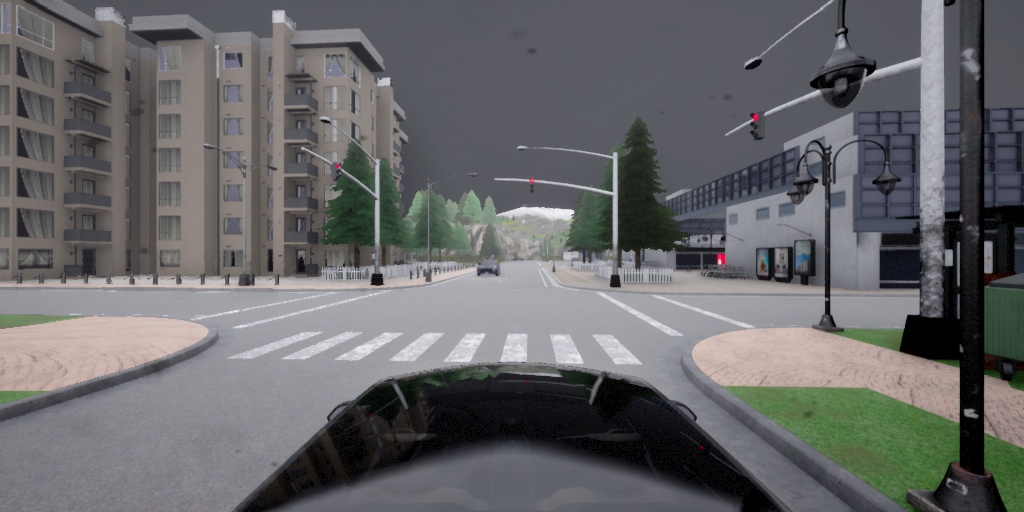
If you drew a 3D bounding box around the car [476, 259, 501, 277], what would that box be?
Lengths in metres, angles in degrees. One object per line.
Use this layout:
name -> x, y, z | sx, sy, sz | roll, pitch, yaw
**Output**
car -> -2.271, 1.078, 36.034 | 2.097, 1.767, 4.553 | 0, 0, 3
